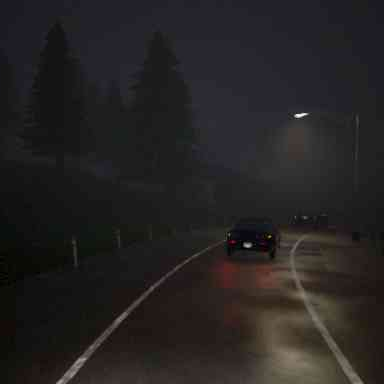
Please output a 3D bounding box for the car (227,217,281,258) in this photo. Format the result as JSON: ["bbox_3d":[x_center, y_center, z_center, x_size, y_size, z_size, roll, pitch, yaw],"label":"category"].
[{"bbox_3d":[2.677,1.769,13.931,1.812,1.442,4.674,1,-2,18],"label":"car"}]

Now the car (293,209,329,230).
[{"bbox_3d":[10.738,2.305,29.689,2.097,1.767,4.553,2,-1,35],"label":"car"}]
